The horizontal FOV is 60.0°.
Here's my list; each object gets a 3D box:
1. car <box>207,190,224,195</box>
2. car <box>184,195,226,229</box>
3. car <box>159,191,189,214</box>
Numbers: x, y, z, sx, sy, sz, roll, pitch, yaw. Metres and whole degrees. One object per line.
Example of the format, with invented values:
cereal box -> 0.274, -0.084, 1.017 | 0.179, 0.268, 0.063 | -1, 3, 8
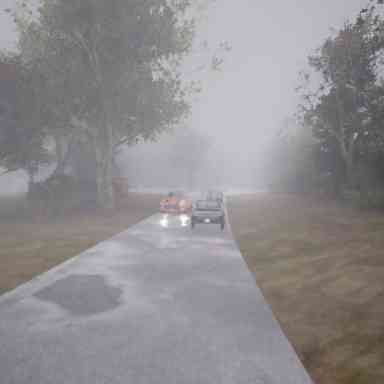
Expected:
car -> 2.586, 0.509, 37.962 | 2.033, 1.411, 5.357 | 0, 2, 5
car -> 0.957, 1.179, 19.411 | 2.128, 1.511, 4.902 | 0, 2, 4
car -> -1.288, 0.723, 27.375 | 2.097, 1.767, 4.553 | 2, 3, 6
